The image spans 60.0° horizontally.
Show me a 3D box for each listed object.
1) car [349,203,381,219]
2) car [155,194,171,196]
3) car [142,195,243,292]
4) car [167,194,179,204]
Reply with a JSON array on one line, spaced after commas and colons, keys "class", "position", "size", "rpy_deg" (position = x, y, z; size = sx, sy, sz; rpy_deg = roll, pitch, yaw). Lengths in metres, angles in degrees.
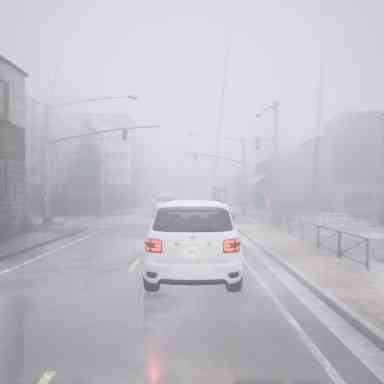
[{"class": "car", "position": [16.656, 1.740, 30.263], "size": [4.181, 1.385, 1.994], "rpy_deg": [0, 0, 0]}, {"class": "car", "position": [-2.758, 1.305, 34.280], "size": [2.150, 2.045, 5.566], "rpy_deg": [0, 3, -14]}, {"class": "car", "position": [0.035, 1.221, 9.080], "size": [2.150, 2.045, 5.566], "rpy_deg": [0, 0, 1]}, {"class": "car", "position": [-3.669, 1.352, 65.353], "size": [2.097, 1.767, 4.553], "rpy_deg": [0, 0, 0]}]
